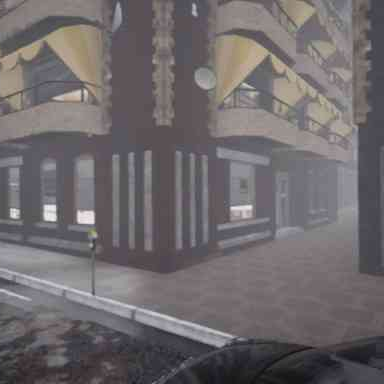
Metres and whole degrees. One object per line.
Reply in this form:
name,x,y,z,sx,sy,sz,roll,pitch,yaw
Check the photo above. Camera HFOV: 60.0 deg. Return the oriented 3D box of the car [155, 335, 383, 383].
car,1.551,1.568,1.781,4.313,1.339,1.947,0,-1,36
